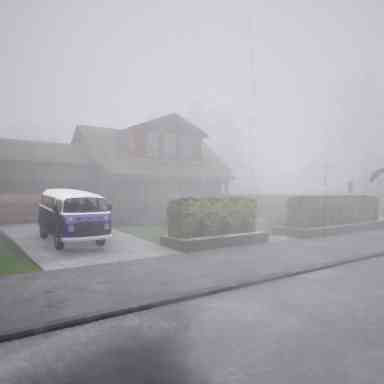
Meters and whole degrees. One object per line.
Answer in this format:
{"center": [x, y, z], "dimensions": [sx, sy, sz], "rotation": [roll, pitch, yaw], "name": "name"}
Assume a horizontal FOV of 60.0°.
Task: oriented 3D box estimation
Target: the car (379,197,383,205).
{"center": [24.678, 0.983, 41.408], "dimensions": [3.866, 1.878, 1.905], "rotation": [0, 0, 0], "name": "car"}
